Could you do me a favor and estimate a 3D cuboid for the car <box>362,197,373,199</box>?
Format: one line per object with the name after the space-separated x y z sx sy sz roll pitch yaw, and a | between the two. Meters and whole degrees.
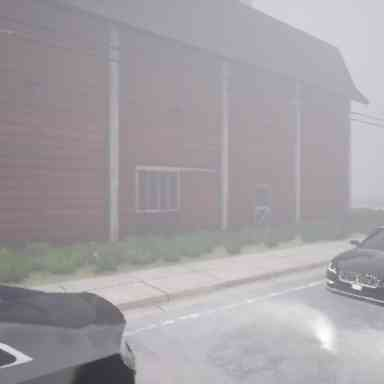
33.352 1.586 63.004 3.905 1.438 1.784 0 0 -36 | car

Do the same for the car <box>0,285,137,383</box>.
-2.734 1.491 2.043 4.902 1.511 2.128 0 0 -36 | car

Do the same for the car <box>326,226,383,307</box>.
5.031 1.514 7.575 4.892 1.490 1.837 0 0 -35 | car
